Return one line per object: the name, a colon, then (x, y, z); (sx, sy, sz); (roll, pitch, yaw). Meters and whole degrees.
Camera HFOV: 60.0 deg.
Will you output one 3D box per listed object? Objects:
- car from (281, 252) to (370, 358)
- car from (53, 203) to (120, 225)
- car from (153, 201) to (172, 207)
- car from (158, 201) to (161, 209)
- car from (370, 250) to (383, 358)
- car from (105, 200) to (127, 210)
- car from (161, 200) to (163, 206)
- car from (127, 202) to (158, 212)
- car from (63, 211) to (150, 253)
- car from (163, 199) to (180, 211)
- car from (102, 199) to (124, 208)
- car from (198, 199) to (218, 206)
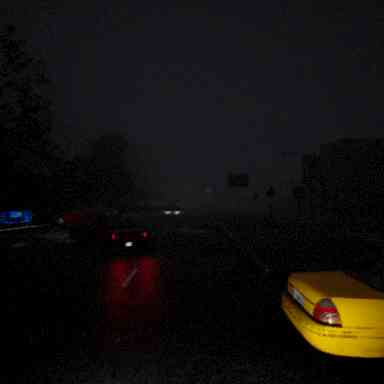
car: (4.092, 1.493, 4.801); (5.366, 1.575, 1.946); (0, 0, 0)
car: (-8.431, 1.844, 26.182); (4.674, 1.452, 2.002); (0, -1, 0)
car: (-8.201, 3.232, 91.856); (5.008, 1.535, 2.097); (0, -1, 0)
car: (-8.343, 2.470, 56.957); (4.892, 1.521, 2.231); (0, -1, 0)
car: (3.890, 1.357, 1.883); (4.553, 1.767, 2.185); (0, 0, 0)
car: (-8.491, 1.746, 29.355); (4.553, 1.767, 2.185); (0, -1, 0)
car: (-8.320, 2.649, 63.377); (4.674, 1.452, 2.002); (0, -1, 0)
car: (-8.359, 2.438, 53.681); (4.674, 1.452, 2.002); (0, -1, 0)
car: (-3.757, 1.706, 14.351); (1.895, 1.301, 4.718); (1, -1, -38)
car: (-3.308, 2.224, 57.823); (2.150, 2.045, 5.566); (0, -1, 1)
car: (-18.253, 2.586, 76.800); (4.553, 1.767, 2.097); (1, 1, 0)
car: (4.890, 3.306, 94.567); (4.892, 1.521, 2.231); (0, -1, 0)
